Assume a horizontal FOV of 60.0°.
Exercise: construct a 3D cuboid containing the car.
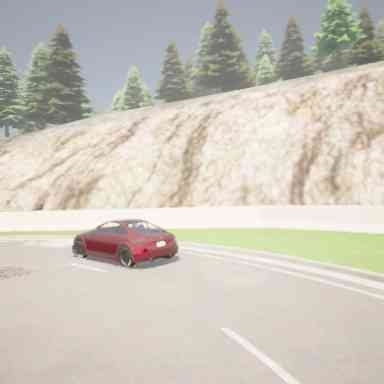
[{"bbox_3d":[-2.447,1.635,11.694,4.181,1.385,1.994,-2,0,42],"label":"car"}]
